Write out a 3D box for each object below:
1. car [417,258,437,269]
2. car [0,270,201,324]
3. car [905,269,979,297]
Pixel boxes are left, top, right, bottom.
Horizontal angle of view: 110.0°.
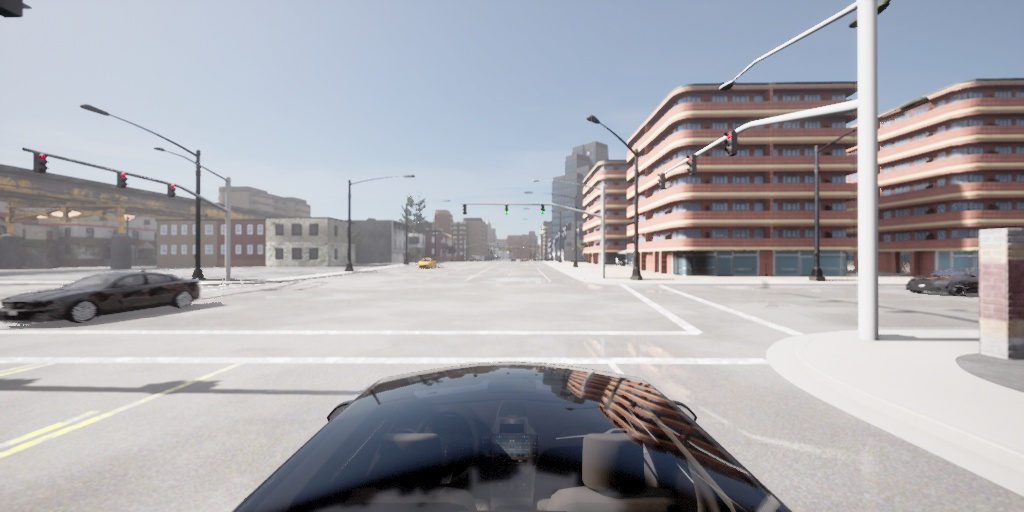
[{"bbox_3d":[-12.128,1.078,51.251,1.882,1.535,5.008,0,2,1],"label":"car"},{"bbox_3d":[-13.583,1.292,12.343,1.882,1.535,5.008,0,0,3],"label":"car"},{"bbox_3d":[23.525,1.377,18.836,4.181,1.385,1.994,0,0,0],"label":"car"}]
